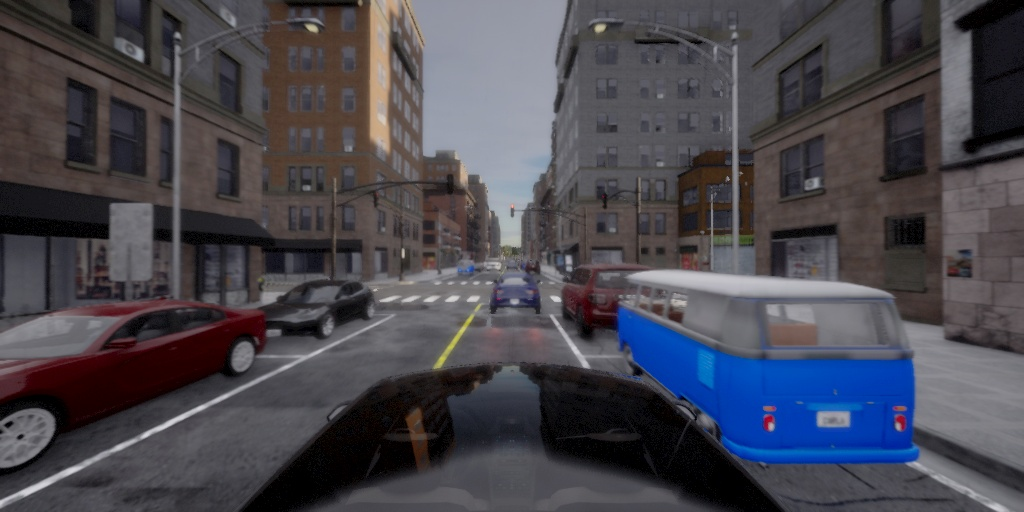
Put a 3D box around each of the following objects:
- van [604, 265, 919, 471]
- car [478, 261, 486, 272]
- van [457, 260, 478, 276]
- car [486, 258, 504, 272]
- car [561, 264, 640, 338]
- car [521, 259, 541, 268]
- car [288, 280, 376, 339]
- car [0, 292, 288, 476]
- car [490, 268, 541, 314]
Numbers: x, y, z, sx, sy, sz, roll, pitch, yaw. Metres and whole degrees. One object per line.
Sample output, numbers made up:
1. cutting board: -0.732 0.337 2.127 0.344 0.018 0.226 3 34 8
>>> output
1. van: 2.638 1.114 4.783 1.690 1.789 3.998 0 0 0
2. car: -5.405 1.700 53.069 1.948 1.339 4.313 0 0 0
3. van: -5.407 1.395 42.257 1.690 1.789 3.998 0 0 0
4. car: -2.823 1.376 55.862 2.150 2.045 5.566 0 0 0
5. car: 2.638 1.130 10.295 2.192 1.841 5.009 0 0 0
6. car: 2.705 1.408 47.665 2.192 1.841 5.009 0 0 0
7. car: -5.387 1.381 10.294 1.948 1.339 4.313 0 0 0
8. car: -5.387 1.319 4.784 1.888 1.381 4.507 0 0 0
9. car: 0.190 1.371 14.285 1.812 1.442 4.674 0 0 3
